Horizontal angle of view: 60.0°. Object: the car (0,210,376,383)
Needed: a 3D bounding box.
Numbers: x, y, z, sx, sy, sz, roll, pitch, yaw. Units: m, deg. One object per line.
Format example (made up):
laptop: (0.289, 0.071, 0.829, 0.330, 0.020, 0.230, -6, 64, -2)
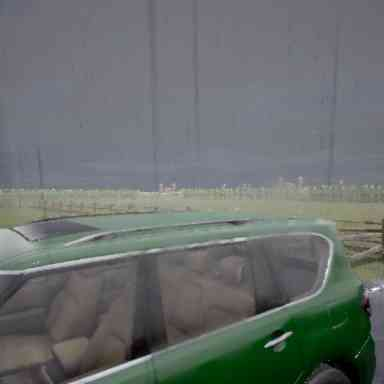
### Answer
car: (-0.851, 1.221, 2.450, 5.566, 2.045, 2.150, 0, 0, -36)
